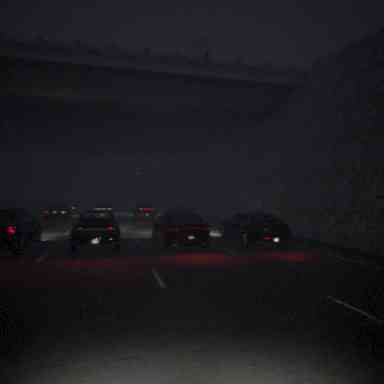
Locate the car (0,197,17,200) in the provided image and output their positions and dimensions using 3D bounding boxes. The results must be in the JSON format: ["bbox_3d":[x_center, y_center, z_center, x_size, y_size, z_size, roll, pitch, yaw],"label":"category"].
[{"bbox_3d":[-33.666,1.524,60.929,1.895,1.301,4.718,1,0,-14],"label":"car"}]

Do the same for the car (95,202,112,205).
[{"bbox_3d":[-7.600,1.580,28.579,2.128,1.511,4.902,1,0,-14],"label":"car"}]

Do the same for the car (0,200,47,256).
[{"bbox_3d":[-7.320,1.334,12.975,2.097,1.767,4.553,1,-1,-14],"label":"car"}]

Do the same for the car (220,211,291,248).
[{"bbox_3d":[2.810,1.658,15.738,1.837,1.490,4.892,1,0,-14],"label":"car"}]

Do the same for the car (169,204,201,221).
[{"bbox_3d":[-0.767,1.798,30.089,1.895,1.301,4.718,1,0,-14],"label":"car"}]

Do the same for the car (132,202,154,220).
[{"bbox_3d":[-4.204,1.635,29.424,2.128,1.511,4.902,1,0,-14],"label":"car"}]

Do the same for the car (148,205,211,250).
[{"bbox_3d":[-0.623,1.573,15.052,1.882,1.535,5.008,1,0,-14],"label":"car"}]

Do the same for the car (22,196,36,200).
[{"bbox_3d":[-30.285,1.525,61.838,2.033,1.411,5.357,1,0,-14],"label":"car"}]

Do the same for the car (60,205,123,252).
[{"bbox_3d":[-3.976,1.532,14.025,2.128,1.511,4.902,1,0,-14],"label":"car"}]

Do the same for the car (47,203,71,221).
[{"bbox_3d":[-10.926,1.578,27.440,2.033,1.411,5.357,1,0,-14],"label":"car"}]
